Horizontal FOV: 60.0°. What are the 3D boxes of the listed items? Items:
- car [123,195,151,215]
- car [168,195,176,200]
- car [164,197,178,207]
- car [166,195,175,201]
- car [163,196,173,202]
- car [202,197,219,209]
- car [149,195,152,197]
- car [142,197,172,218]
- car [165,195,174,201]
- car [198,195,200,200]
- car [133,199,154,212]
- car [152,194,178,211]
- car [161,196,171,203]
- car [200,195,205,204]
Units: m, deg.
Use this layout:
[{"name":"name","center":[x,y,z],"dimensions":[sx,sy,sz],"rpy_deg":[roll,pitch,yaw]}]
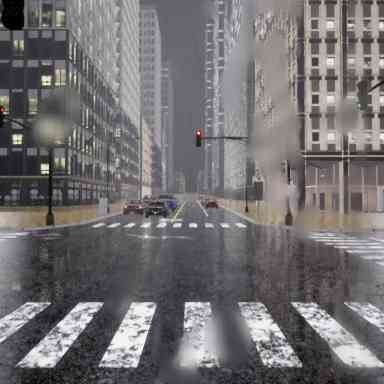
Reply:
[{"name":"car","center":[-5.691,1.453,33.745],"dimensions":[1.967,1.590,4.097],"rpy_deg":[1,0,0]},{"name":"car","center":[-5.725,1.605,95.072],"dimensions":[1.947,1.339,4.313],"rpy_deg":[1,0,0]},{"name":"car","center":[-3.113,1.525,51.077],"dimensions":[1.837,1.490,4.892],"rpy_deg":[0,0,0]},{"name":"car","center":[-5.722,1.587,89.497],"dimensions":[2.008,1.369,4.403],"rpy_deg":[1,0,0]},{"name":"car","center":[-5.716,1.582,78.347],"dimensions":[2.008,1.369,4.403],"rpy_deg":[1,0,0]},{"name":"car","center":[2.680,1.599,44.962],"dimensions":[1.802,1.307,4.206],"rpy_deg":[1,0,0]},{"name":"car","center":[-5.694,1.332,44.896],"dimensions":[2.192,1.841,5.009],"rpy_deg":[1,0,0]},{"name":"car","center":[-3.116,1.516,30.429],"dimensions":[1.837,1.490,4.892],"rpy_deg":[0,0,0]},{"name":"car","center":[-5.719,1.578,83.922],"dimensions":[1.887,1.381,4.507],"rpy_deg":[1,0,0]},{"name":"car","center":[2.672,1.590,61.695],"dimensions":[1.947,1.339,4.313],"rpy_deg":[1,0,0]},{"name":"car","center":[-5.697,1.597,39.321],"dimensions":[1.802,1.307,4.206],"rpy_deg":[1,0,0]},{"name":"car","center":[-3.115,1.235,40.454],"dimensions":[2.150,2.045,5.566],"rpy_deg":[0,0,0]},{"name":"car","center":[-5.713,1.573,72.771],"dimensions":[1.887,1.381,4.507],"rpy_deg":[1,0,0]},{"name":"car","center":[2.676,1.547,56.288],"dimensions":[1.752,1.417,4.829],"rpy_deg":[1,0,0]}]
